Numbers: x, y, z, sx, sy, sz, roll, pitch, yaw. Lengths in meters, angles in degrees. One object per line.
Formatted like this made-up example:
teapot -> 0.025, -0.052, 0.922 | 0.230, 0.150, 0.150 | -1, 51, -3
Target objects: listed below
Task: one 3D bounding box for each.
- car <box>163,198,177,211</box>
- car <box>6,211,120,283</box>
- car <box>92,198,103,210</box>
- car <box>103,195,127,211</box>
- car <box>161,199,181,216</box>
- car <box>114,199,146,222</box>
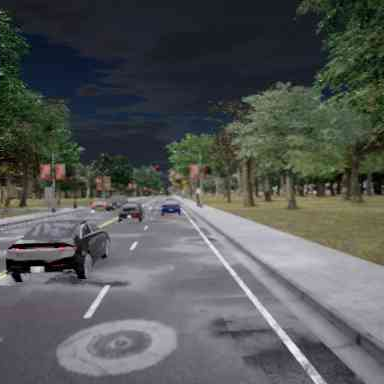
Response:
car -> -2.921, 1.618, 44.115 | 1.812, 1.442, 4.674 | -1, 0, -3
car -> -3.739, 1.577, 10.086 | 2.128, 1.511, 4.902 | -1, 0, -4
car -> -13.007, 1.663, 48.247 | 2.097, 1.767, 4.553 | -1, 0, -4
car -> -9.397, 1.453, 42.328 | 2.150, 2.045, 5.566 | -1, 0, -3
car -> -2.150, 1.544, 34.185 | 1.882, 1.535, 5.008 | -1, 0, -4
car -> -4.966, 1.626, 27.794 | 1.837, 1.490, 4.892 | -1, 0, -4
